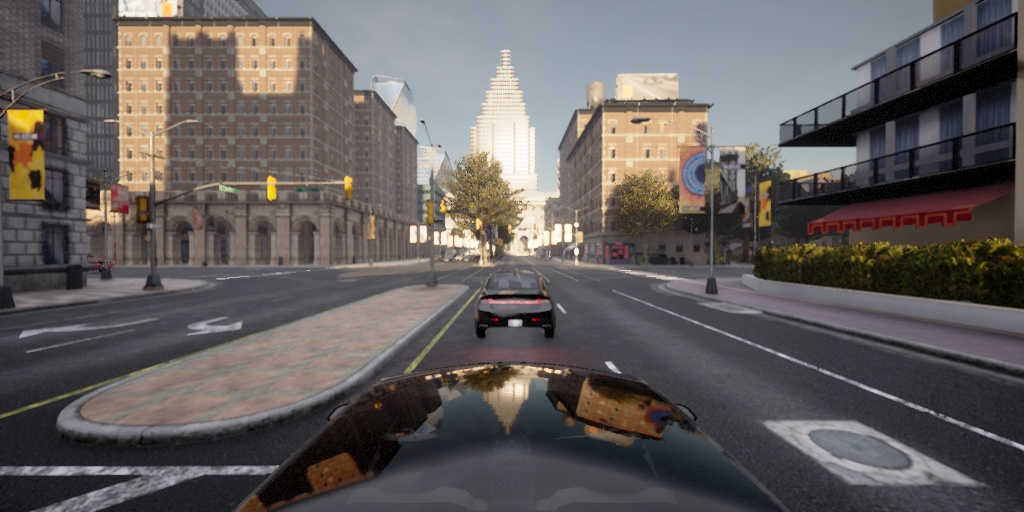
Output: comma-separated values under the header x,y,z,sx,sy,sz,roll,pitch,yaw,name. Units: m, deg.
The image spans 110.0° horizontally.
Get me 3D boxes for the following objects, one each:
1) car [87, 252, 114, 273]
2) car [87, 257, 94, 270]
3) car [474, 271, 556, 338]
x,y,z,sx,sy,sz,roll,pitch,yaw,name
-39.989,0.600,32.731,5.566,2.045,2.150,0,1,0,car
-37.727,0.945,29.228,4.674,1.442,1.812,0,1,0,car
0.080,1.144,9.821,2.128,1.511,4.902,0,1,0,car
